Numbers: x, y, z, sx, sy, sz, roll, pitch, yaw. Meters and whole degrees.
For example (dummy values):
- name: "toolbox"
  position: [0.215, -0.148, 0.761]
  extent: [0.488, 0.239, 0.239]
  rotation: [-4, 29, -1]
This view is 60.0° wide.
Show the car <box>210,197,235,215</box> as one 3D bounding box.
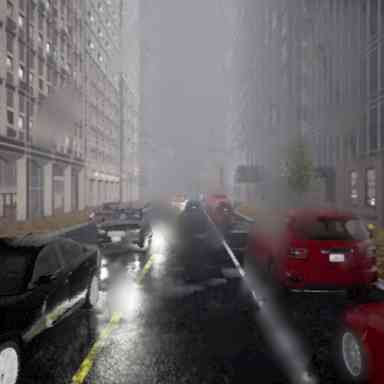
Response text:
- name: "car"
  position: [3.147, 1.497, 33.522]
  extent: [1.812, 1.442, 4.674]
  rotation: [0, 0, 0]

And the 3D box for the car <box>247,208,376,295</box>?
- name: "car"
  position: [2.722, 1.310, 8.611]
  extent: [2.192, 1.841, 5.009]
  rotation: [0, 0, 0]

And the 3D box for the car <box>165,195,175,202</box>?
- name: "car"
  position: [-5.027, 1.478, 76.666]
  extent: [1.947, 1.339, 4.313]
  rotation: [0, 0, 0]

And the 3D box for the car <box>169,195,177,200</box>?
- name: "car"
  position: [-4.985, 1.479, 87.762]
  extent: [1.802, 1.307, 4.206]
  rotation: [0, 0, 0]

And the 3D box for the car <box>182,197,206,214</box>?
- name: "car"
  position: [0.229, 1.530, 35.560]
  extent: [1.994, 1.385, 4.181]
  rotation: [0, 0, 1]

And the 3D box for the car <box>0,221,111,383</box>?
- name: "car"
  position: [-2.835, 1.470, 5.024]
  extent: [1.882, 1.535, 5.008]
  rotation: [0, 0, 0]

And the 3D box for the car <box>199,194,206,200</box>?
- name: "car"
  position: [2.917, 1.423, 93.449]
  extent: [1.752, 1.417, 4.829]
  rotation: [0, 0, 0]

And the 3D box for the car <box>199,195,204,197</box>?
- name: "car"
  position: [0.268, 1.520, 45.694]
  extent: [1.994, 1.385, 4.181]
  rotation: [0, 0, 0]

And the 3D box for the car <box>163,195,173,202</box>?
- name: "car"
  position: [-5.049, 1.445, 70.949]
  extent: [1.752, 1.417, 4.829]
  rotation: [0, 0, 0]

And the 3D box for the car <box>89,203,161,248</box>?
- name: "car"
  position: [-2.793, 1.476, 14.780]
  extent: [2.128, 1.511, 4.902]
  rotation: [0, 0, 0]

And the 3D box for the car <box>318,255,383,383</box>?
- name: "car"
  position: [2.699, 1.583, 2.573]
  extent: [1.802, 1.307, 4.206]
  rotation: [0, 0, 0]

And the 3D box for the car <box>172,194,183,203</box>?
- name: "car"
  position: [-2.531, 1.285, 64.247]
  extent: [2.097, 1.767, 4.553]
  rotation: [0, 0, 1]

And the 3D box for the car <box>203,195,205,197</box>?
- name: "car"
  position: [2.810, 1.375, 65.541]
  extent: [1.967, 1.590, 4.097]
  rotation: [0, 0, 0]

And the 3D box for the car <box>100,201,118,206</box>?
- name: "car"
  position: [-5.303, 1.415, 21.703]
  extent: [1.967, 1.590, 4.097]
  rotation: [0, 0, 0]

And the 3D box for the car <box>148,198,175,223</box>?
- name: "car"
  position: [-2.712, 1.466, 25.024]
  extent: [2.128, 1.511, 4.902]
  rotation: [0, 0, 1]

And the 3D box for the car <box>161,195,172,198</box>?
- name: "car"
  position: [-5.091, 1.516, 60.024]
  extent: [1.802, 1.307, 4.206]
  rotation: [0, 0, 0]

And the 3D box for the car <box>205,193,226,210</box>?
- name: "car"
  position: [3.132, 1.192, 40.551]
  extent: [2.150, 2.045, 5.566]
  rotation: [0, 0, 0]
